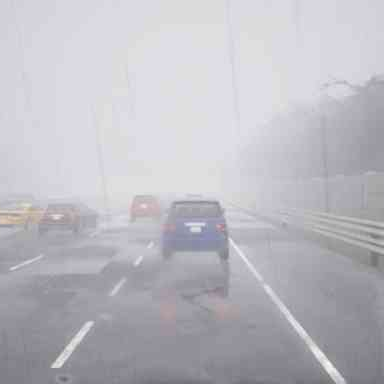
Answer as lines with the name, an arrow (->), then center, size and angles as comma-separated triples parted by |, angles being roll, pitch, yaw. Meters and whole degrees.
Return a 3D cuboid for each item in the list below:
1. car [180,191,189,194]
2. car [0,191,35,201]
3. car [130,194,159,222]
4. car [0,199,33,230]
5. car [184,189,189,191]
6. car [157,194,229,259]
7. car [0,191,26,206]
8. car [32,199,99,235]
car -> 0.221, 1.170, 32.864 | 2.150, 2.045, 5.566 | 0, 0, 0
car -> -20.916, 1.106, 39.778 | 2.150, 2.045, 5.566 | 0, 1, 1
car -> -3.422, 1.196, 26.357 | 2.150, 2.045, 5.566 | 0, 0, 0
car -> -10.348, 1.458, 20.750 | 1.882, 1.535, 5.008 | 0, 0, 0
car -> -2.576, 0.341, 94.973 | 1.994, 1.385, 4.181 | 0, 1, 1
car -> 0.121, 1.211, 12.604 | 2.150, 2.045, 5.566 | 0, 0, 0
car -> -27.778, 0.946, 50.636 | 2.150, 2.045, 5.566 | 0, 1, 1
car -> -6.856, 1.335, 18.989 | 2.097, 1.767, 4.553 | 0, 0, 0
